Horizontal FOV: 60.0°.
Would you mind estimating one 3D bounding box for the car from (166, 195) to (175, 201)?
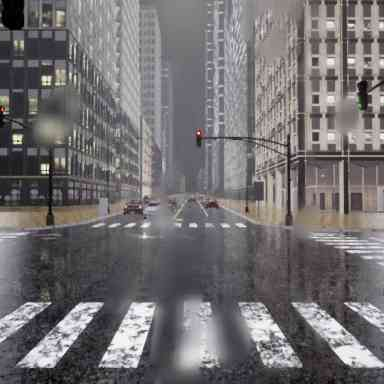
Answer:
[{"bbox_3d":[-5.692,1.587,89.492,2.008,1.369,4.403,1,0,0],"label":"car"}]

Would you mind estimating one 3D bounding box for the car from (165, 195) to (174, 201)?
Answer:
[{"bbox_3d":[-5.691,1.578,83.917,1.887,1.381,4.507,1,0,0],"label":"car"}]

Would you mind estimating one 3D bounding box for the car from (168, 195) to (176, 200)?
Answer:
[{"bbox_3d":[-5.694,1.605,95.068,1.947,1.339,4.313,1,0,0],"label":"car"}]

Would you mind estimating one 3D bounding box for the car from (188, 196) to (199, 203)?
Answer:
[{"bbox_3d":[0.071,1.573,70.456,2.033,1.411,5.357,0,0,0],"label":"car"}]

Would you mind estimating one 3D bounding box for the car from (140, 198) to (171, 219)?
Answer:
[{"bbox_3d":[-3.109,1.537,29.214,1.812,1.442,4.674,0,0,0],"label":"car"}]

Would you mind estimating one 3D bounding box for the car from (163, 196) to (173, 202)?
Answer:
[{"bbox_3d":[-5.690,1.582,78.342,2.008,1.369,4.403,1,0,0],"label":"car"}]

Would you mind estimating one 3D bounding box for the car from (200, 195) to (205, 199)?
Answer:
[{"bbox_3d":[2.695,1.547,56.280,1.752,1.417,4.829,1,0,0],"label":"car"}]

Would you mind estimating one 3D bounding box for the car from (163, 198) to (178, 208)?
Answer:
[{"bbox_3d":[-3.101,1.619,49.314,1.895,1.301,4.718,0,0,0],"label":"car"}]

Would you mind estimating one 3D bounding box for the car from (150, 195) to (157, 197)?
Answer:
[{"bbox_3d":[-5.679,1.332,44.891,2.192,1.841,5.009,1,0,0],"label":"car"}]

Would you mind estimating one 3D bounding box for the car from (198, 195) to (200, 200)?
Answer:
[{"bbox_3d":[2.693,1.590,61.687,1.947,1.339,4.313,1,0,0],"label":"car"}]

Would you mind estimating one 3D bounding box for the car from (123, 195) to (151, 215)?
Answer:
[{"bbox_3d":[-5.680,1.453,33.741,1.967,1.590,4.097,1,0,0],"label":"car"}]

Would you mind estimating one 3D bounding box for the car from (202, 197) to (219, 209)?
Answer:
[{"bbox_3d":[2.695,1.599,44.954,1.802,1.307,4.206,1,0,0],"label":"car"}]

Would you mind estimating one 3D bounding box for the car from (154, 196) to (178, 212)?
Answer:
[{"bbox_3d":[-3.106,1.562,39.421,2.033,1.411,5.357,0,0,0],"label":"car"}]

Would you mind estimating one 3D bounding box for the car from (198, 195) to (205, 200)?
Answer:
[{"bbox_3d":[2.687,1.583,95.150,1.887,1.381,4.507,1,0,0],"label":"car"}]
